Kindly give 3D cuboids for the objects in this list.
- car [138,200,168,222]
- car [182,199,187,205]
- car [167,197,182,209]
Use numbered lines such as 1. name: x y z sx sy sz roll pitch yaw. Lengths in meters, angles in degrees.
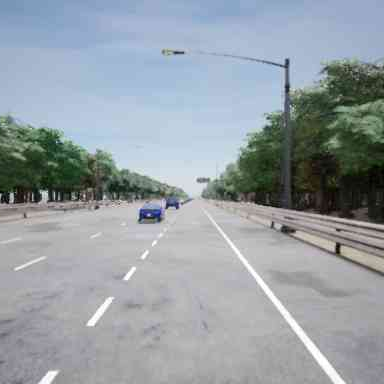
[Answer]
1. car: -3.452 1.726 29.133 1.882 1.535 5.008 0 -1 0
2. car: -3.075 2.812 88.215 1.895 1.301 4.718 0 -1 1
3. car: -3.322 1.903 57.075 2.150 2.045 5.566 0 -1 0
